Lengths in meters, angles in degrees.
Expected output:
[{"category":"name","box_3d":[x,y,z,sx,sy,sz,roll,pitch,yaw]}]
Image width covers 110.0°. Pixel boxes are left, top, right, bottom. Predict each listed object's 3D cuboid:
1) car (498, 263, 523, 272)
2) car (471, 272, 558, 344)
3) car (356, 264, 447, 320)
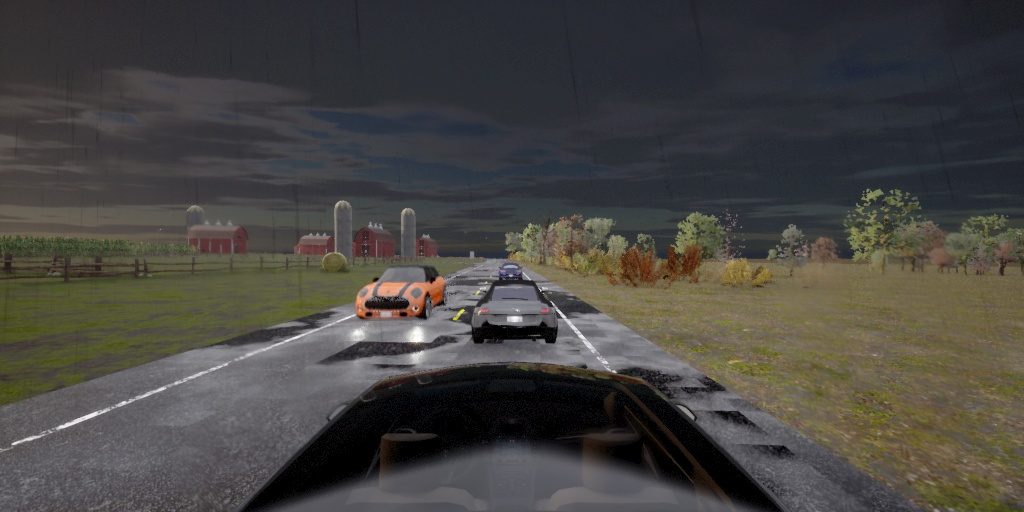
[{"category":"car","box_3d":[-0.117,1.274,29.033,1.812,1.442,4.674,0,0,-1]},{"category":"car","box_3d":[0.058,1.313,9.640,1.994,1.385,4.181,0,0,0]},{"category":"car","box_3d":[-3.660,1.100,12.612,2.097,1.767,4.553,0,0,0]}]
